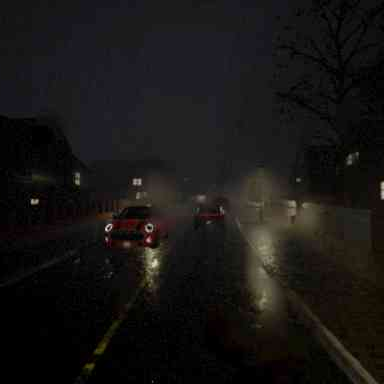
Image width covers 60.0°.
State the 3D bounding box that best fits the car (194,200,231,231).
[{"bbox_3d":[1.179,1.496,20.880,2.128,1.511,4.902,0,0,5],"label":"car"}]

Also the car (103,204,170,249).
[{"bbox_3d":[-2.269,1.362,14.584,2.097,1.767,4.553,0,0,4],"label":"car"}]

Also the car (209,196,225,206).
[{"bbox_3d":[4.349,1.479,57.055,1.837,1.490,4.892,-1,0,14],"label":"car"}]

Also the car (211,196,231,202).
[{"bbox_3d":[3.533,1.463,38.867,1.882,1.535,5.008,0,0,9],"label":"car"}]
